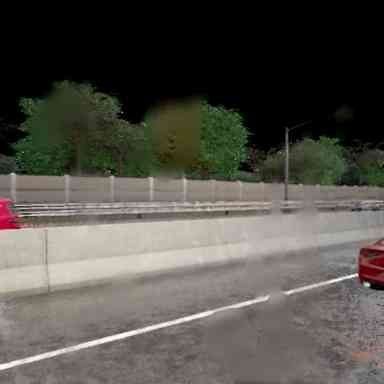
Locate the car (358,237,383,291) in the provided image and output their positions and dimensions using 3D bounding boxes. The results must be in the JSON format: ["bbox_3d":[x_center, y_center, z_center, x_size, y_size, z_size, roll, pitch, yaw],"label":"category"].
[{"bbox_3d":[5.991,1.547,7.994,5.008,1.535,1.882,1,0,-35],"label":"car"}]

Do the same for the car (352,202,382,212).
[{"bbox_3d":[21.251,1.867,40.367,4.181,1.385,1.994,1,0,-35],"label":"car"}]

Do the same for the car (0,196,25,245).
[{"bbox_3d":[-10.255,1.217,13.872,5.566,2.045,2.150,1,0,-35],"label":"car"}]

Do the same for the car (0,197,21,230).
[{"bbox_3d":[-8.587,1.214,10.763,5.566,2.045,2.150,1,0,-35],"label":"car"}]
